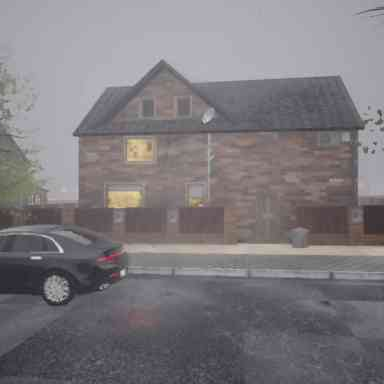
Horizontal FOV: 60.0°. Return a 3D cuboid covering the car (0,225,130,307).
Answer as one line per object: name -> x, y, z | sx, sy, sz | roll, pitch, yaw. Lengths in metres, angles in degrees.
car -> -3.889, 1.545, 7.668 | 4.892, 1.490, 1.837 | -1, 1, 10
